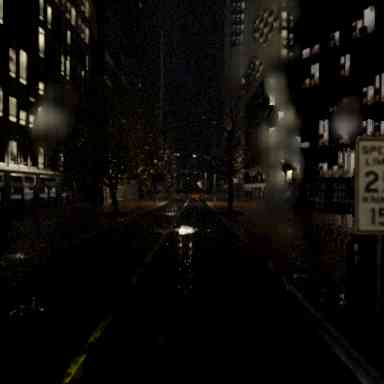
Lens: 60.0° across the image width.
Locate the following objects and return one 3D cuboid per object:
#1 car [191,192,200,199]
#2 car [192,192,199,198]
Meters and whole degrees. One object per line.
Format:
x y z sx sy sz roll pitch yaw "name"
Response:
0.841 0.979 82.070 1.882 1.535 5.008 0 0 1 "car"
0.951 0.853 92.484 1.837 1.490 4.892 0 0 1 "car"
